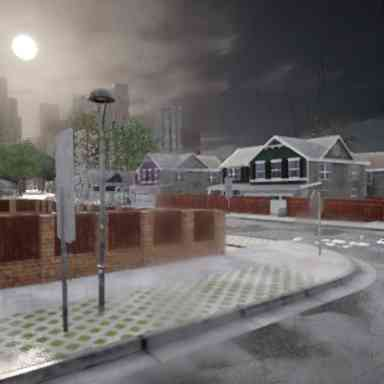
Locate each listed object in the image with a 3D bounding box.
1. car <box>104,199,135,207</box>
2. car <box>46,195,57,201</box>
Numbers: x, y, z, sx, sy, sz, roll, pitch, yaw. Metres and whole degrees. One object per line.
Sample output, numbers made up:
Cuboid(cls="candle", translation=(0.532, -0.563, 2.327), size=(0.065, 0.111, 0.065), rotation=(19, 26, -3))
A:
Cuboid(cls="car", translation=(-6.683, 1.364, 29.743), size=(1.994, 1.385, 4.181), rotation=(-2, 2, -38))
Cuboid(cls="car", translation=(-19.556, 1.154, 47.346), size=(2.033, 1.411, 5.357), rotation=(-2, 1, -34))
